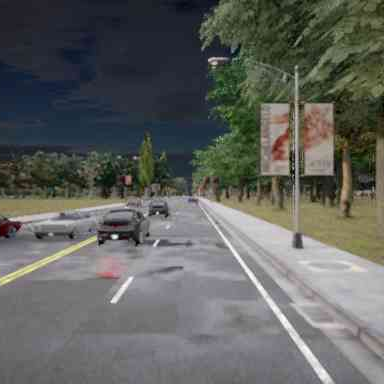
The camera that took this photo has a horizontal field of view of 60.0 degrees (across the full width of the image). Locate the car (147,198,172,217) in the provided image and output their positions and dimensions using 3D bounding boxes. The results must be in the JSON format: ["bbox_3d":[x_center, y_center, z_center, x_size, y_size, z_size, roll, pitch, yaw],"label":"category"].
[{"bbox_3d":[-3.150,1.671,32.838,1.837,1.490,4.892,0,0,0],"label":"car"}]

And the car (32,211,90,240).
[{"bbox_3d":[-6.601,1.689,17.782,1.895,1.301,4.718,0,0,0],"label":"car"}]

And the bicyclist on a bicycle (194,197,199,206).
[{"bbox_3d":[0.893,1.757,57.583,0.582,1.620,1.656,0,-1,0],"label":"bicyclist on a bicycle"}]

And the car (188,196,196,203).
[{"bbox_3d":[-0.002,1.916,82.422,1.882,1.535,5.008,0,0,0],"label":"car"}]

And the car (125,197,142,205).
[{"bbox_3d":[-9.808,1.647,55.994,2.097,1.767,4.553,0,0,1],"label":"car"}]

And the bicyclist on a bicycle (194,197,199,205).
[{"bbox_3d":[0.898,1.801,68.017,0.866,1.612,1.509,0,0,0],"label":"bicyclist on a bicycle"}]

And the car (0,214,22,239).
[{"bbox_3d":[-9.851,1.676,15.196,1.895,1.301,4.718,0,0,0],"label":"car"}]

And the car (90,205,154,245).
[{"bbox_3d":[-3.150,1.584,15.985,1.837,1.490,4.892,0,0,0],"label":"car"}]
